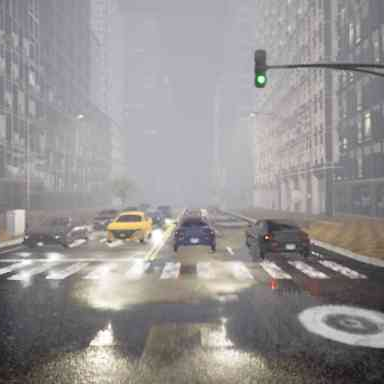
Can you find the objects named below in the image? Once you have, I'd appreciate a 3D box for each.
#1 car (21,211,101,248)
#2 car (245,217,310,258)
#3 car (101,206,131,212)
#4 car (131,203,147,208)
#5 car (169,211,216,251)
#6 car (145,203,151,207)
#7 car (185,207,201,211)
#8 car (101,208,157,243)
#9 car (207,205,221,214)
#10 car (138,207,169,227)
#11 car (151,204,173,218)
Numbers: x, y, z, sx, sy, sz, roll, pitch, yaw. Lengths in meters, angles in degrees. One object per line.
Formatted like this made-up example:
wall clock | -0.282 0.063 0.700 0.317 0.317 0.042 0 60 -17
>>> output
car | -6.591 1.934 17.106 2.033 1.411 5.357 -1 -1 0
car | 3.356 1.747 13.627 1.812 1.442 4.674 -1 -1 0
car | -6.566 2.096 26.843 1.837 1.490 4.892 -1 -1 0
car | -6.501 2.291 36.195 1.837 1.490 4.892 -1 -1 0
car | 0.107 1.818 15.600 1.812 1.442 4.674 -1 -1 0
car | -6.470 2.345 46.121 2.097 1.767 4.553 -1 -1 0
car | 0.127 2.334 36.622 1.895 1.301 4.718 -1 -1 0
car | -3.336 1.863 18.499 1.882 1.535 5.008 -1 -1 0
car | 3.286 2.578 49.737 1.895 1.301 4.718 -1 -1 0
car | -3.311 2.183 27.872 1.895 1.301 4.718 -1 -1 0
car | -3.226 2.279 38.400 1.882 1.535 5.008 -1 -1 0
